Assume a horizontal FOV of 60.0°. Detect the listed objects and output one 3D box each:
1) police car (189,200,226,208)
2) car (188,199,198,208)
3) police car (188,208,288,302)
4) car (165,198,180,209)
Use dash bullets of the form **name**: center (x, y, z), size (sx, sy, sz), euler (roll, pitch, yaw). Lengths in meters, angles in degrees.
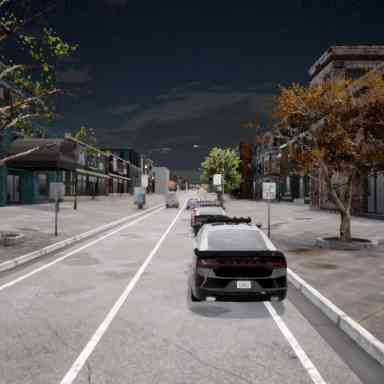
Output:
- **police car**: center (0.964, 1.463, 18.481), size (1.930, 1.638, 5.238), euler (0, 0, 0)
- **car**: center (0.985, 1.401, 24.341), size (2.097, 1.767, 4.553), euler (0, 0, 0)
- **police car**: center (0.929, 1.441, 8.481), size (1.930, 1.638, 5.238), euler (0, 0, 0)
- **car**: center (-2.831, 1.589, 47.938), size (1.837, 1.490, 4.892), euler (0, 0, 0)
